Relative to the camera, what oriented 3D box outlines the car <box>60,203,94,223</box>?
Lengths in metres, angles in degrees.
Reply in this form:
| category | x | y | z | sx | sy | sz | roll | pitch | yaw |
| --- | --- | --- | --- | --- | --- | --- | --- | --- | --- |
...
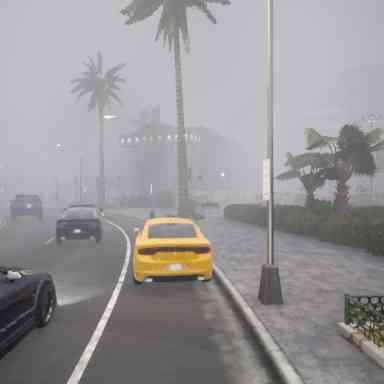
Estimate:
| category | x | y | z | sx | sy | sz | roll | pitch | yaw |
| --- | --- | --- | --- | --- | --- | --- | --- | --- | --- |
| car | -9.266 | 1.594 | 26.608 | 1.895 | 1.301 | 4.718 | 0 | 0 | -28 |

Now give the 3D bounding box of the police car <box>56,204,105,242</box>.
| category | x | y | z | sx | sy | sz | roll | pitch | yaw |
| --- | --- | --- | --- | --- | --- | --- | --- | --- | --- |
| police car | -5.361 | 1.421 | 16.276 | 1.930 | 1.638 | 5.238 | 0 | 0 | -14 |

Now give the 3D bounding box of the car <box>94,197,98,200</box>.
| category | x | y | z | sx | sy | sz | roll | pitch | yaw |
| --- | --- | --- | --- | --- | --- | --- | --- | --- | --- |
| car | -26.644 | 1.554 | 85.529 | 4.718 | 1.301 | 1.895 | 0 | 0 | 24 |

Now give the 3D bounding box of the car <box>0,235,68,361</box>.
| category | x | y | z | sx | sy | sz | roll | pitch | yaw |
| --- | --- | --- | --- | --- | --- | --- | --- | --- | --- |
| car | -3.348 | 1.560 | 4.283 | 1.994 | 1.385 | 4.181 | 0 | 0 | -2 |

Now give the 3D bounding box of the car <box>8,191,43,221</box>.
| category | x | y | z | sx | sy | sz | roll | pitch | yaw |
| --- | --- | --- | --- | --- | --- | --- | --- | --- | --- |
| car | -13.918 | 1.211 | 27.777 | 2.150 | 2.045 | 5.566 | 0 | 0 | -31 |

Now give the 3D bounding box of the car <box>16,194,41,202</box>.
| category | x | y | z | sx | sy | sz | roll | pitch | yaw |
| --- | --- | --- | --- | --- | --- | --- | --- | --- | --- |
| car | -33.931 | 1.226 | 68.961 | 4.553 | 1.767 | 2.185 | 0 | 0 | 24 |

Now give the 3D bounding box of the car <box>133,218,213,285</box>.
| category | x | y | z | sx | sy | sz | roll | pitch | yaw |
| --- | --- | --- | --- | --- | --- | --- | --- | --- | --- |
| car | -0.674 | 1.477 | 9.661 | 1.882 | 1.535 | 5.008 | 0 | 0 | -7 |
